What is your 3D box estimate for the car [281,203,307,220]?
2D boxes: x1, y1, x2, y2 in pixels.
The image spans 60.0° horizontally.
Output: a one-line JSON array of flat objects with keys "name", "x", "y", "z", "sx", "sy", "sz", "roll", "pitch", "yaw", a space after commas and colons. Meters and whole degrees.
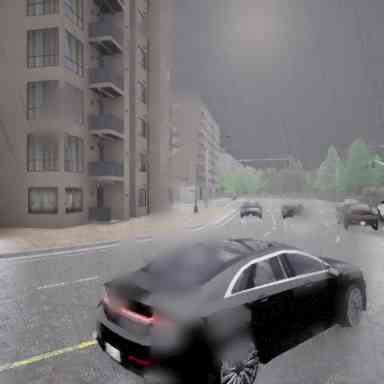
[{"name": "car", "x": 8.555, "y": 1.600, "z": 28.062, "sx": 1.895, "sy": 1.301, "sz": 4.718, "roll": 0, "pitch": 0, "yaw": 13}]

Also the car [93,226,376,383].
[{"name": "car", "x": 0.967, "y": 1.491, "z": 5.158, "sx": 4.902, "sy": 1.511, "sz": 2.128, "roll": 0, "pitch": 0, "yaw": -41}]

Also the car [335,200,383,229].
[{"name": "car", "x": 10.509, "y": 1.505, "z": 21.414, "sx": 1.837, "sy": 1.490, "sz": 4.892, "roll": 0, "pitch": 0, "yaw": 17}]

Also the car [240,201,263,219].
[{"name": "car", "x": 5.357, "y": 1.547, "z": 29.783, "sx": 2.033, "sy": 1.411, "sz": 5.357, "roll": 0, "pitch": 0, "yaw": 13}]

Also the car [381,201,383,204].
[{"name": "car", "x": 14.904, "y": 1.221, "z": 23.445, "sx": 2.150, "sy": 2.045, "sz": 5.566, "roll": 0, "pitch": 0, "yaw": 13}]
